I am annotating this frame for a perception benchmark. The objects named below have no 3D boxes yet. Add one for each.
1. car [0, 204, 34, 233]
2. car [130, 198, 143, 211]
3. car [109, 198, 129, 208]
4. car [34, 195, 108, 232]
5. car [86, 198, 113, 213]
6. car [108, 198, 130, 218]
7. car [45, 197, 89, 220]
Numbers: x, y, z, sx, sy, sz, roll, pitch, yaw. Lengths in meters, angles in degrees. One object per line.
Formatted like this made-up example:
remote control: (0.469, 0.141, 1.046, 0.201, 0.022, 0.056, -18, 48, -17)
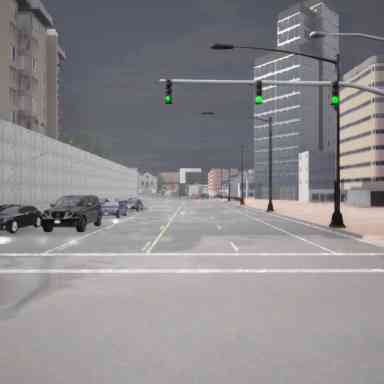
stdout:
car: (-10.618, 1.505, 19.686, 1.837, 1.490, 4.892, 0, 0, 0)
car: (-7.127, 1.491, 40.303, 2.128, 1.511, 4.902, 0, 0, 0)
car: (-10.600, 1.601, 48.632, 1.895, 1.301, 4.718, 0, 0, 0)
car: (-7.115, 1.221, 20.320, 2.150, 2.045, 5.566, 0, 0, 0)
car: (-10.629, 1.505, 38.572, 1.837, 1.490, 4.892, 0, 0, 0)
car: (-7.126, 1.526, 29.960, 1.812, 1.442, 4.674, 0, 0, 0)
car: (-10.626, 1.352, 28.754, 2.097, 1.767, 4.553, 0, 0, 0)
